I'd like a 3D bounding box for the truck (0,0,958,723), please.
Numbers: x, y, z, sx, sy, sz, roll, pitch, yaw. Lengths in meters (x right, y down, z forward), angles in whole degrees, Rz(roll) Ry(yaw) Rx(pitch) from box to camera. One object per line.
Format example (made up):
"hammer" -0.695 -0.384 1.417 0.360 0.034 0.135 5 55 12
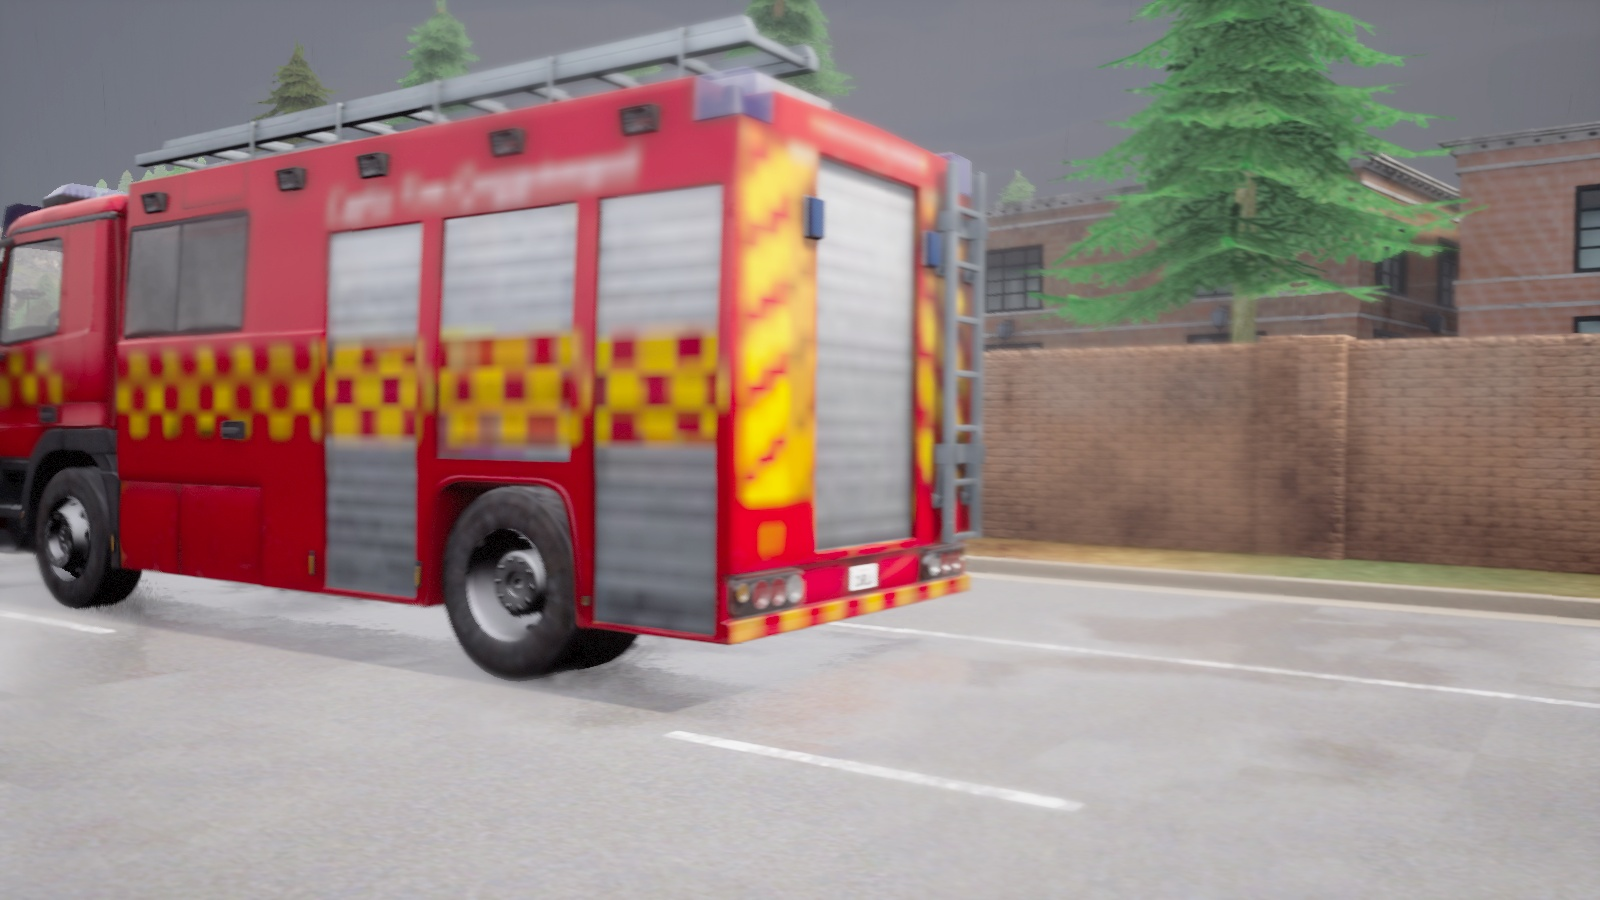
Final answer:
"truck" -3.228 -0.540 9.946 8.468 3.827 2.891 0 1 34
